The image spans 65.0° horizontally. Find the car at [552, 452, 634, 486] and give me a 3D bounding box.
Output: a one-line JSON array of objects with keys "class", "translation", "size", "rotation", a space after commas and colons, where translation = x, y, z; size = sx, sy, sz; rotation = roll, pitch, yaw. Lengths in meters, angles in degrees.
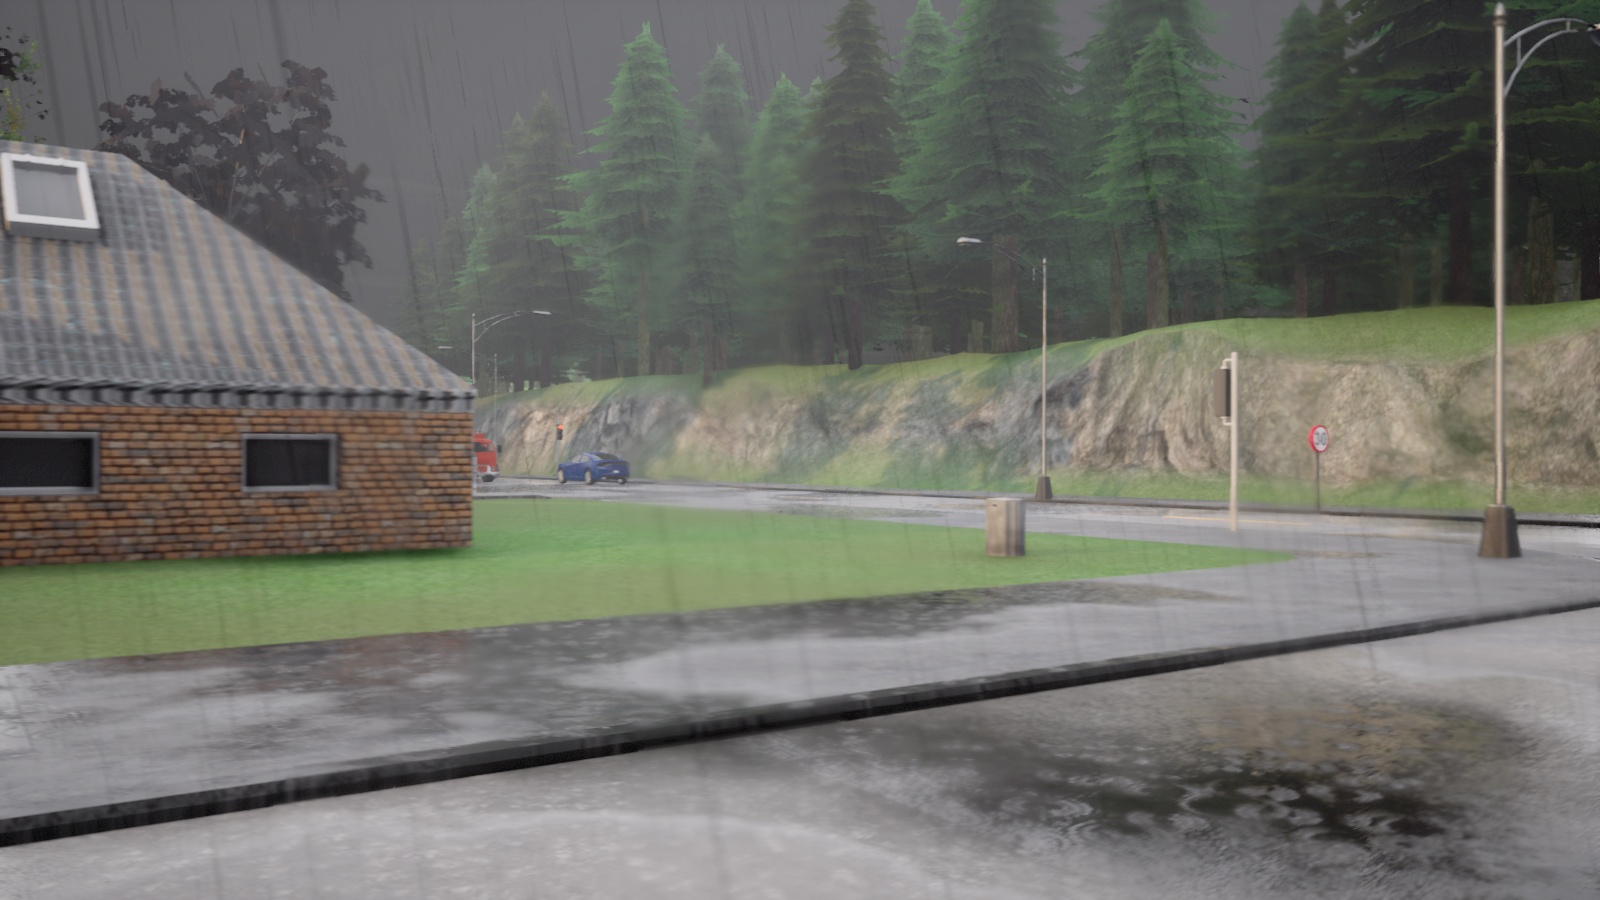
[{"class": "car", "translation": [-9.882, 0.889, 59.558], "size": [1.882, 1.535, 5.008], "rotation": [0, 0, -35]}]

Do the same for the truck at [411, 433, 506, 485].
[{"class": "truck", "translation": [-17.120, 0.448, 62.783], "size": [2.627, 2.467, 5.204], "rotation": [0, 0, -40]}]
